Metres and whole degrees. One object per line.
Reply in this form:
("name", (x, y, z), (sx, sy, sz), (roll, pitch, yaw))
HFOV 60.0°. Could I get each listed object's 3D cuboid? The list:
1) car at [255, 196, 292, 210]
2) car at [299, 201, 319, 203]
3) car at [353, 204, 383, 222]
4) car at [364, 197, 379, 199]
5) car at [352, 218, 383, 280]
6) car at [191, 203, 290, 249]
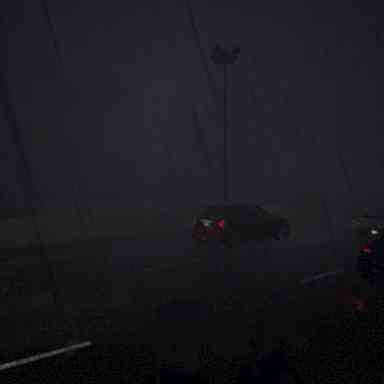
("car", (10.068, 1.301, 40.882), (2.033, 1.411, 5.357), (0, 0, 44))
("car", (12.706, 0.961, 38.580), (2.150, 2.045, 5.566), (0, 1, 44))
("car", (9.706, 1.460, 16.119), (4.718, 1.301, 1.895), (-1, 0, -41))
("car", (37.996, 0.892, 70.198), (1.882, 1.535, 5.008), (0, 0, 43))
("car", (6.027, 1.483, 8.533), (4.181, 1.385, 1.994), (-1, 0, -39))
("car", (2.228, 1.276, 14.460), (4.553, 1.767, 2.097), (-1, 0, -39))
